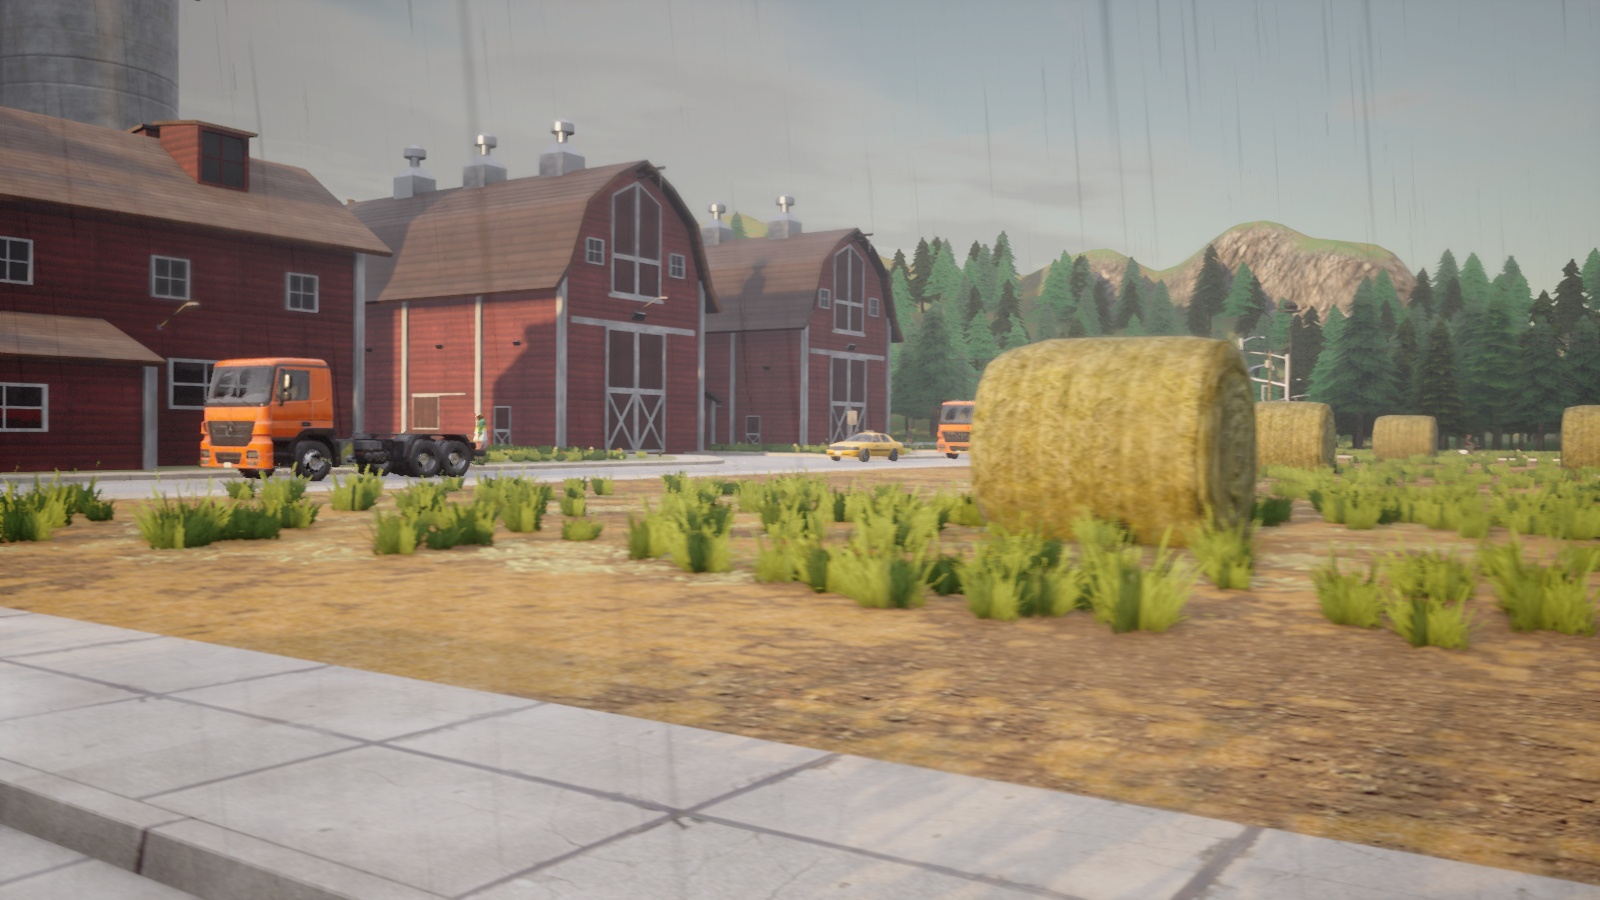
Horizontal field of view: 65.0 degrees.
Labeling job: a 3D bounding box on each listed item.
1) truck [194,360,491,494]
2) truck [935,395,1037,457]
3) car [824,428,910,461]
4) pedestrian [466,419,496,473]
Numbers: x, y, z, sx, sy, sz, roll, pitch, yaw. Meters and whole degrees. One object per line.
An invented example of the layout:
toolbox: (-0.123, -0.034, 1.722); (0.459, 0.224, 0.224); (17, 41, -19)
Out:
truck: (-13.002, -0.658, 36.530); (2.891, 3.462, 7.936); (0, 1, 33)
truck: (11.087, -1.388, 74.038); (2.891, 3.462, 7.936); (0, 1, 33)
car: (3.370, -0.290, 62.017); (1.801, 1.575, 5.366); (1, 1, 33)
pedestrian: (-11.718, -0.158, 46.168); (0.873, 1.952, 0.659); (0, 1, 6)
